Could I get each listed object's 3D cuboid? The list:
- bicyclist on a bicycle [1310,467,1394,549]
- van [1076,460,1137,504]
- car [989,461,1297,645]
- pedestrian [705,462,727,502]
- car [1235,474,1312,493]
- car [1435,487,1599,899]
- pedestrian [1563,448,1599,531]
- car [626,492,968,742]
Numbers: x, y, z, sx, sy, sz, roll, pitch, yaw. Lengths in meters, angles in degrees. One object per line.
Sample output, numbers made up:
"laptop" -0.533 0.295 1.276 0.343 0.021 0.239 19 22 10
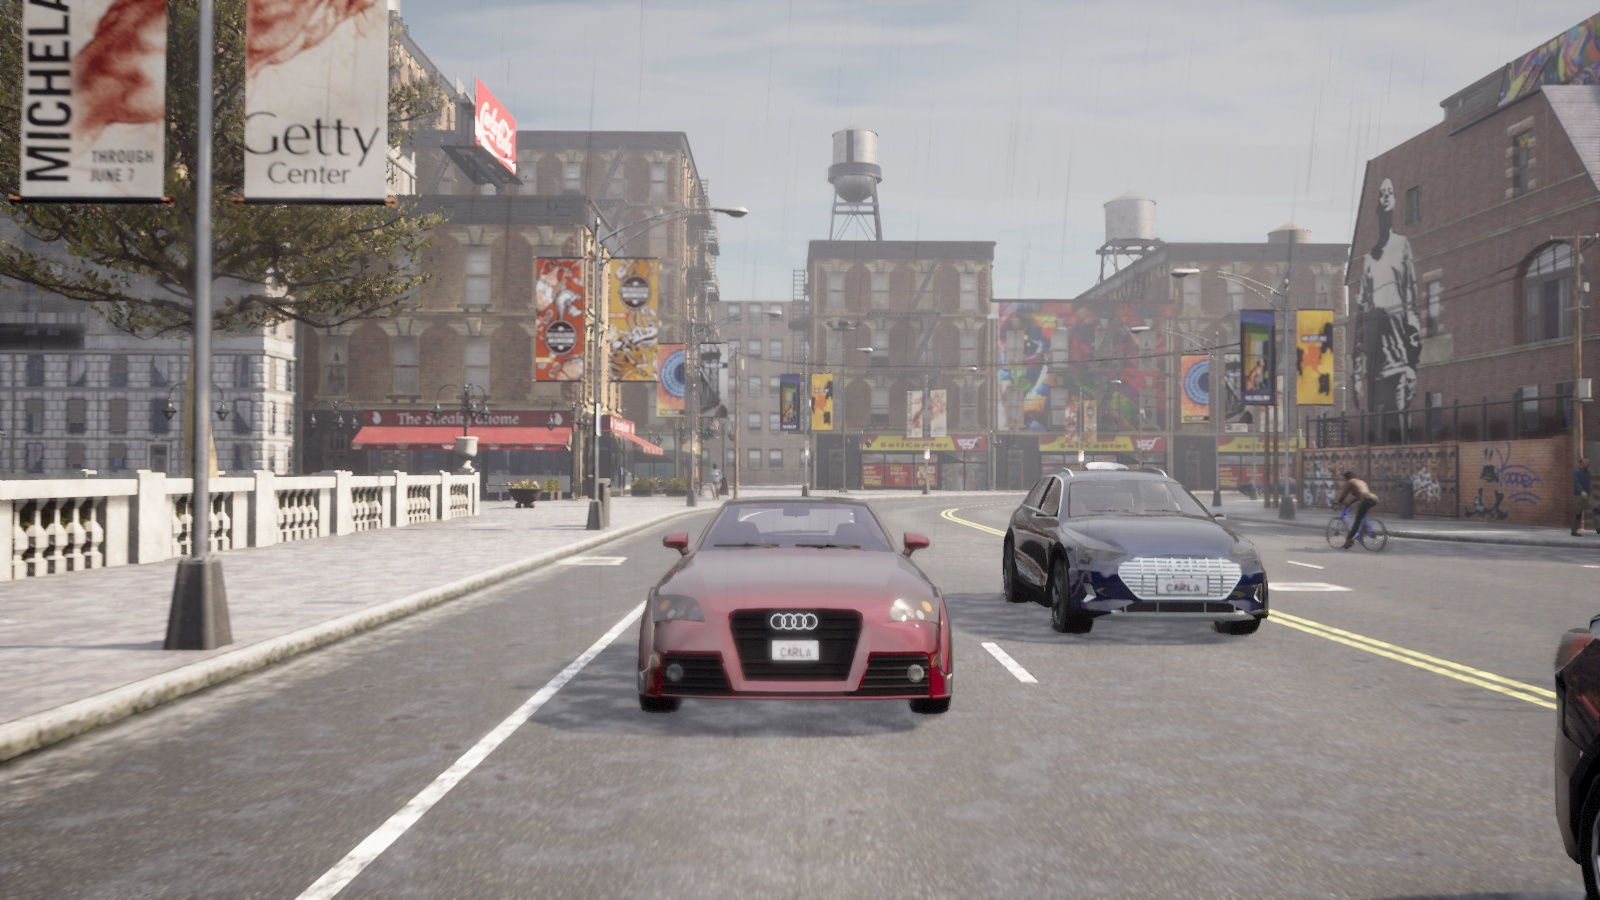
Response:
"bicyclist on a bicycle" 11.213 1.166 25.567 0.582 1.620 1.656 2 -2 -19
"van" 14.753 1.523 60.262 2.069 2.038 4.480 -1 -1 24
"car" 3.466 0.970 13.786 2.033 1.649 4.856 0 -1 0
"pedestrian" -4.003 1.524 59.826 0.874 1.855 0.900 0 -1 11
"car" 32.118 2.263 85.253 4.718 1.301 1.895 0 -1 -17
"car" 3.493 0.842 2.347 2.163 1.488 4.792 0 -1 0
"pedestrian" 17.630 0.890 28.223 0.402 1.842 0.726 0 -1 -12
"car" -0.023 1.043 9.442 1.994 1.385 4.181 0 -1 0
